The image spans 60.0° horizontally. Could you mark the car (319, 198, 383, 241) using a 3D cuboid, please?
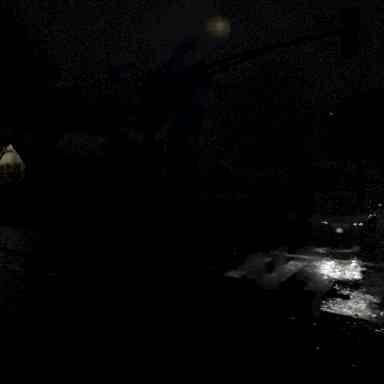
[{"bbox_3d":[7.239,1.225,15.292,2.128,1.511,4.902,0,1,34],"label":"car"}]

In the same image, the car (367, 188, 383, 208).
[{"bbox_3d":[17.145,0.676,29.879,2.150,2.045,5.566,0,1,34],"label":"car"}]
